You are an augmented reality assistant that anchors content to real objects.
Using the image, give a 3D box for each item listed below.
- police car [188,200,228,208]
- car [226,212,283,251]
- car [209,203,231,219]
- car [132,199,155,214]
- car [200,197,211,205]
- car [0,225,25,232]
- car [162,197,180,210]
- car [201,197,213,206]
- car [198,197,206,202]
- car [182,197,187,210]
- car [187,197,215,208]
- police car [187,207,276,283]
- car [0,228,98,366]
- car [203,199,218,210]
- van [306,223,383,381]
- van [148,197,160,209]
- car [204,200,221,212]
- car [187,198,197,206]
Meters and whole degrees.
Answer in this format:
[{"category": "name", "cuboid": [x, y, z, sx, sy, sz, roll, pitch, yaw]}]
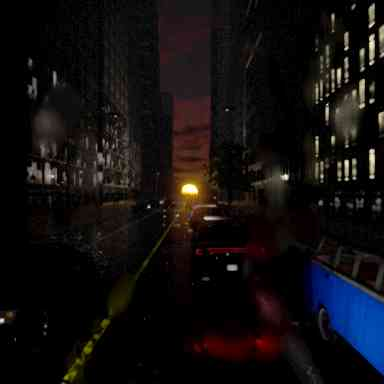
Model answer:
[{"category": "police car", "cuboid": [0.886, 1.541, 19.955, 1.930, 1.638, 5.238, 0, 0, 0]}, {"category": "car", "cuboid": [2.680, 1.671, 15.211, 1.802, 1.307, 4.206, 0, 0, 0]}, {"category": "car", "cuboid": [2.668, 1.769, 32.288, 1.802, 1.307, 4.206, 0, 0, 0]}, {"category": "car", "cuboid": [-5.717, 1.770, 37.978, 2.008, 1.369, 4.403, 0, 0, 0]}, {"category": "car", "cuboid": [2.644, 1.788, 66.443, 1.967, 1.590, 4.097, 0, 0, 0]}, {"category": "car", "cuboid": [-5.697, 1.638, 9.516, 1.802, 1.307, 4.206, 0, 0, 0]}, {"category": "car", "cuboid": [-3.122, 1.774, 48.062, 1.837, 1.490, 4.892, 0, 0, 0]}, {"category": "car", "cuboid": [2.648, 1.764, 60.751, 1.967, 1.590, 4.097, 0, 0, 0]}, {"category": "car", "cuboid": [2.629, 1.982, 89.213, 1.887, 1.381, 4.507, 0, 0, 0]}, {"category": "car", "cuboid": [-0.021, 1.791, 47.325, 1.812, 1.442, 4.674, 0, 0, 1]}, {"category": "car", "cuboid": [0.882, 1.375, 25.876, 2.150, 2.045, 5.566, 0, 0, 0]}, {"category": "police car", "cuboid": [0.893, 1.484, 9.955, 1.930, 1.638, 5.238, 0, 0, 0]}, {"category": "car", "cuboid": [-3.104, 1.599, 5.859, 1.994, 1.385, 4.181, 0, 0, 0]}, {"category": "car", "cuboid": [2.656, 1.826, 49.366, 2.008, 1.369, 4.403, 0, 0, 0]}, {"category": "van", "cuboid": [2.688, 1.364, 3.828, 1.690, 1.788, 3.998, 0, 0, 0]}, {"category": "van", "cuboid": [-5.724, 1.617, 49.365, 1.690, 1.788, 3.998, 0, 0, 0]}, {"category": "car", "cuboid": [2.660, 1.799, 43.673, 2.008, 1.369, 4.403, 0, 0, 0]}, {"category": "car", "cuboid": [-0.043, 1.832, 61.419, 1.837, 1.490, 4.892, 0, 0, 0]}]
